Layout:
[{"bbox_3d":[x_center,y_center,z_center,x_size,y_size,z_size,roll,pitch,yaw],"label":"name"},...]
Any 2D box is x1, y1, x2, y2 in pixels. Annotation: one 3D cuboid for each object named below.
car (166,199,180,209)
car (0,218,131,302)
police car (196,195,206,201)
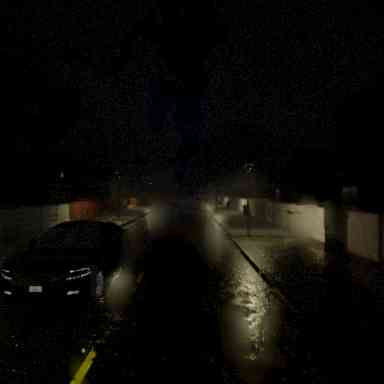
[{"bbox_3d":[-2.836,1.764,49.333,1.895,1.301,4.718,0,0,0],"label":"car"},{"bbox_3d":[-2.854,1.499,8.560,1.882,1.535,5.008,0,0,0],"label":"car"},{"bbox_3d":[2.220,1.783,94.170,1.930,1.638,5.238,0,0,4],"label":"police car"}]
